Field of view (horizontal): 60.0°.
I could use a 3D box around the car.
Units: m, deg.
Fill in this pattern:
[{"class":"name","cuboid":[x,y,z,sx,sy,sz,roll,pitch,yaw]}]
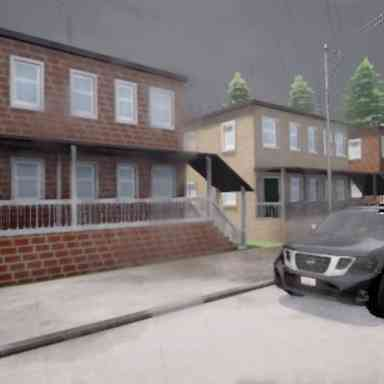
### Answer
[{"class":"car","cuboid":[4.380,1.331,7.989,5.566,2.045,2.150,0,-2,-38]}]
